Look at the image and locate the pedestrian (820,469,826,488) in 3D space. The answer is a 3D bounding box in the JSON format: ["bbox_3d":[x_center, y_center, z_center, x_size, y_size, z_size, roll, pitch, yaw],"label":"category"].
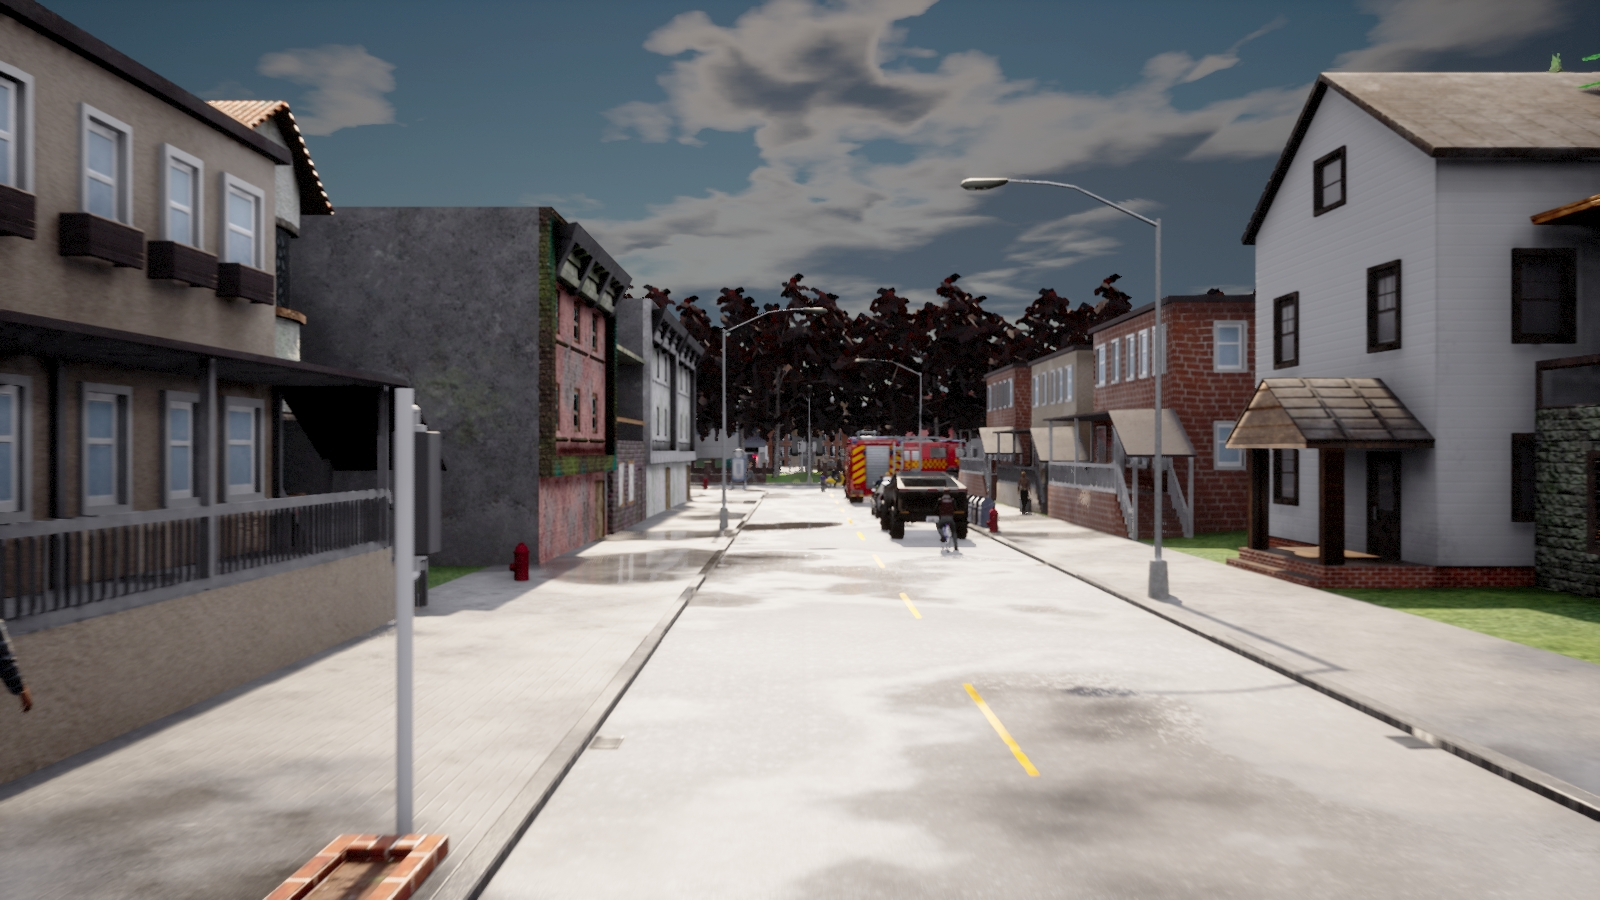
[{"bbox_3d":[1.535,1.907,77.113,0.375,1.300,0.375,0,0,5],"label":"pedestrian"}]

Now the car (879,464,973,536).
[{"bbox_3d":[4.003,1.533,37.542,2.390,2.098,6.274,0,0,0],"label":"car"}]

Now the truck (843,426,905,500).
[{"bbox_3d":[3.999,0.670,63.601,2.891,3.827,8.468,0,0,0],"label":"truck"}]

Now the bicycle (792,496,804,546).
[{"bbox_3d":[-0.045,1.940,31.497,0.329,1.271,1.835,0,0,0],"label":"bicycle"}]

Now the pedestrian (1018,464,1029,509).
[{"bbox_3d":[9.298,1.524,47.513,0.375,1.860,0.375,0,0,2],"label":"pedestrian"}]

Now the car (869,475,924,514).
[{"bbox_3d":[4.005,1.844,47.937,1.970,1.475,3.806,0,0,0],"label":"car"}]
